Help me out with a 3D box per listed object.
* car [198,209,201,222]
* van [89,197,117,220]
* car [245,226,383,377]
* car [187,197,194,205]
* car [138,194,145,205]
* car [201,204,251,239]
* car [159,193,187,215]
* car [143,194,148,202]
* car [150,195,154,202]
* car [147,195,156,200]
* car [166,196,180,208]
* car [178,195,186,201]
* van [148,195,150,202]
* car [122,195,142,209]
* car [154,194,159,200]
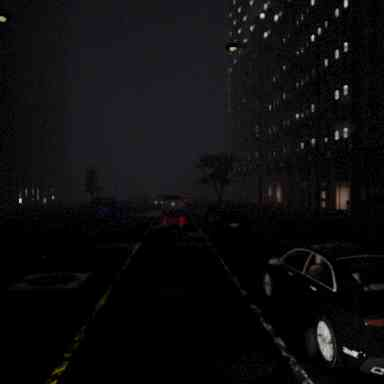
[{"bbox_3d":[1.436,1.487,22.398,1.947,1.339,4.313,-2,0,-3],"label":"car"},{"bbox_3d":[-7.263,1.324,27.523,1.690,1.788,3.998,-1,0,-3],"label":"van"},{"bbox_3d":[2.422,1.513,5.551,2.008,1.369,4.403,-2,0,-3],"label":"car"},{"bbox_3d":[-0.536,1.445,56.091,1.802,1.307,4.206,-2,0,-3],"label":"car"},{"bbox_3d":[-8.564,1.470,49.816,1.752,1.417,4.829,-1,0,-3],"label":"car"},{"bbox_3d":[1.765,1.500,16.782,1.947,1.339,4.313,-2,0,-3],"label":"car"},{"bbox_3d":[-1.852,1.145,33.406,2.150,2.045,5.566,0,0,-2],"label":"car"},{"bbox_3d":[-8.902,1.482,55.601,1.887,1.381,4.507,-2,0,-3],"label":"car"},{"bbox_3d":[-9.888,1.463,72.447,1.887,1.381,4.507,-2,0,-3],"label":"car"},{"bbox_3d":[-10.875,1.457,89.293,2.008,1.369,4.403,-2,0,-3],"label":"car"},{"bbox_3d":[-2.717,1.375,48.285,1.882,1.535,5.008,-1,0,-2],"label":"car"},{"bbox_3d":[-2.375,1.366,81.903,1.812,1.442,4.674,-1,0,-3],"label":"car"},{"bbox_3d":[-9.236,1.272,61.215,1.690,1.788,3.998,-2,0,-3],"label":"van"},{"bbox_3d":[-8.245,1.503,44.370,2.008,1.369,4.403,-1,0,-3],"label":"car"},{"bbox_3d":[-7.407,1.089,76.247,1.882,1.535,5.008,-1,0,-3],"label":"car"}]
